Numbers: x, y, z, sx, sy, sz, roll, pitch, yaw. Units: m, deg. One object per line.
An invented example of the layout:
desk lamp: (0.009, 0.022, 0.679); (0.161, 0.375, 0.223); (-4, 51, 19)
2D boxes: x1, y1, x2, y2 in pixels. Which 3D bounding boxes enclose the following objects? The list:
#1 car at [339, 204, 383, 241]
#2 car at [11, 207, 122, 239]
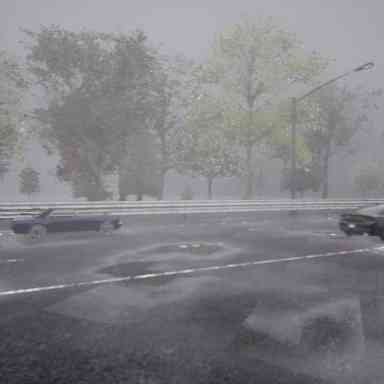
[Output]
car: (8.900, 1.275, 15.047); (5.008, 1.535, 1.882); (0, 0, -27)
car: (-5.725, 1.369, 15.469); (4.718, 1.301, 1.895); (0, 0, -27)
